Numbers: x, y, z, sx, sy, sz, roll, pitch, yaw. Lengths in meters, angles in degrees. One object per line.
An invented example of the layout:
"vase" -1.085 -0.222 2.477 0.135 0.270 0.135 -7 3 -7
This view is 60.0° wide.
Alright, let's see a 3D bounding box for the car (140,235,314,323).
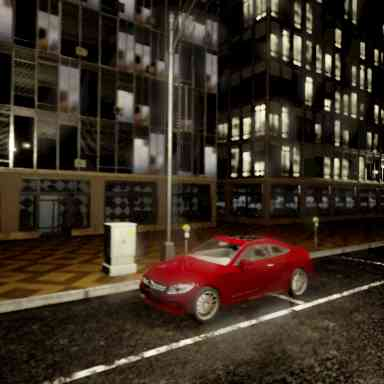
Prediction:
"car" 0.935 1.627 7.215 4.206 1.307 1.802 1 0 -35
